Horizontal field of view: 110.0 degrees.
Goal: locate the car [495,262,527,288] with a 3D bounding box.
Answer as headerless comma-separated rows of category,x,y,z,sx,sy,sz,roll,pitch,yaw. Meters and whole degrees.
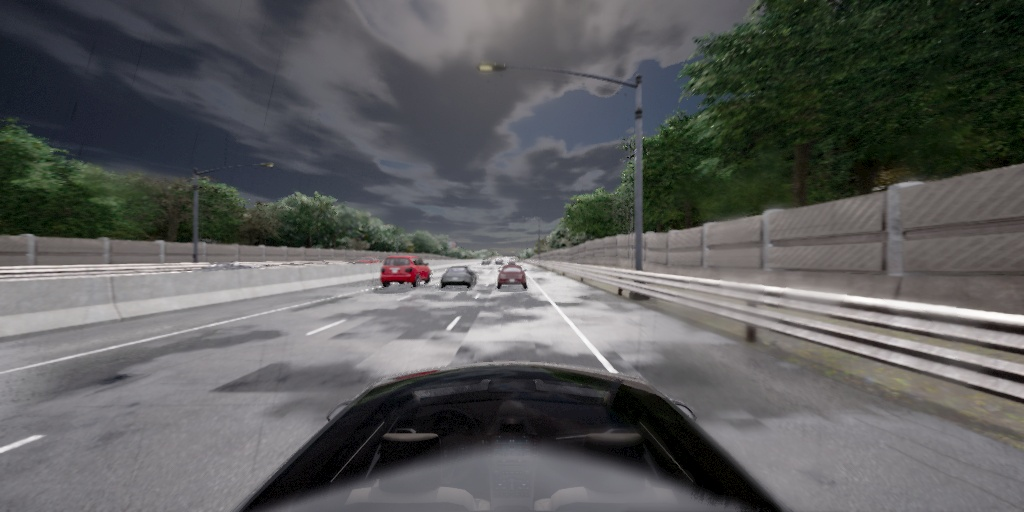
car,0.006,1.327,24.013,1.812,1.442,4.674,0,0,0

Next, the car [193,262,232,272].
car,-24.494,1.305,30.438,2.128,1.511,4.902,0,0,0

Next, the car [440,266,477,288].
car,-3.494,1.364,24.030,1.994,1.385,4.181,0,0,0

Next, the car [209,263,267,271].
car,-21.017,1.404,28.580,1.895,1.301,4.718,0,0,1

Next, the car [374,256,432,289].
car,-6.994,1.020,24.086,2.150,2.045,5.566,0,0,0
